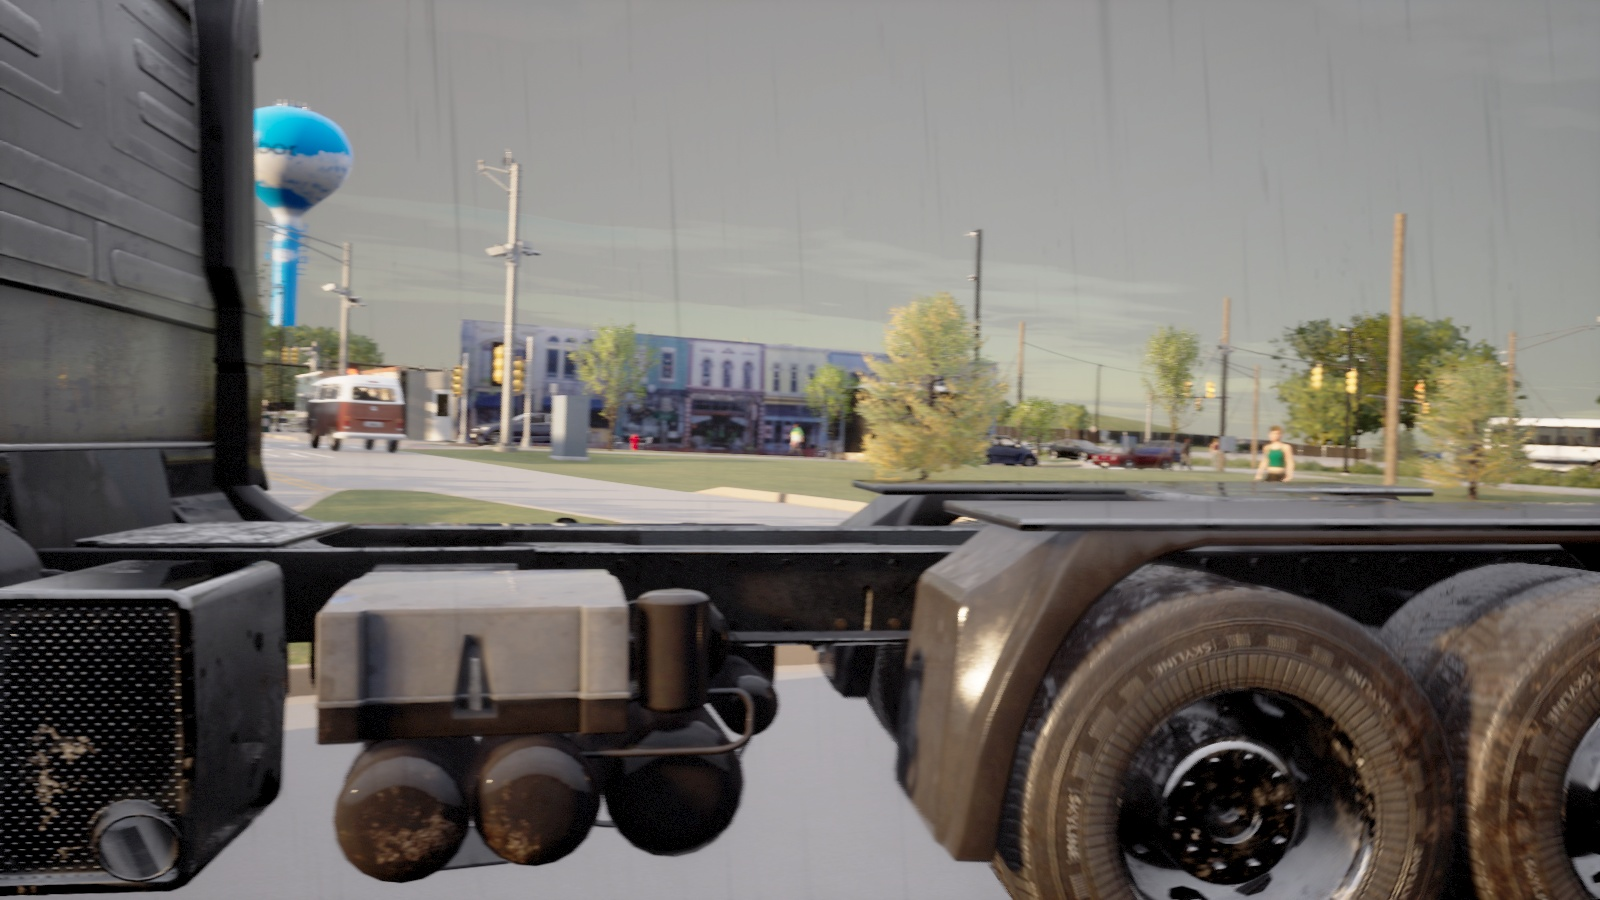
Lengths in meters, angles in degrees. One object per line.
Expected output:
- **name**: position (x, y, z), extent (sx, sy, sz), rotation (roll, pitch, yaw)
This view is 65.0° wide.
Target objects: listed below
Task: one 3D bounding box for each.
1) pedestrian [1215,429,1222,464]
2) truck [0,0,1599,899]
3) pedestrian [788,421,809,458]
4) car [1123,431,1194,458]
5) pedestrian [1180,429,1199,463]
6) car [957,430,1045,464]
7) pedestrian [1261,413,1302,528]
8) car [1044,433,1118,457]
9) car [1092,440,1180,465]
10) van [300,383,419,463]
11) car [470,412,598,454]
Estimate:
- **pedestrian**: position (22.574, -0.191, 67.721), extent (0.345, 1.836, 0.594), rotation (1, 0, 16)
- **truck**: position (-0.481, -0.253, 4.282), extent (7.936, 3.462, 2.891), rotation (-1, 1, -6)
- **pedestrian**: position (-0.083, -0.532, 66.933), extent (0.873, 1.952, 0.659), rotation (1, 0, -28)
- **car**: position (24.730, -0.389, 86.700), extent (2.097, 1.767, 4.553), rotation (1, 1, -28)
- **pedestrian**: position (21.557, -0.213, 69.459), extent (0.563, 1.883, 0.849), rotation (1, 0, -29)
- **car**: position (9.928, -0.137, 61.984), extent (3.988, 1.617, 1.851), rotation (1, 0, -29)
- **pedestrian**: position (7.841, 0.330, 20.449), extent (0.594, 1.836, 0.345), rotation (1, 0, -37)
- **car**: position (18.608, -0.338, 83.304), extent (2.163, 1.488, 4.792), rotation (1, 1, -28)
- **car**: position (17.860, 0.123, 66.652), extent (4.718, 1.301, 1.895), rotation (0, 0, -35)
- **van**: position (-12.189, -0.735, 34.581), extent (2.069, 2.038, 4.480), rotation (1, 1, -33)
- **car**: position (-11.547, -0.713, 54.554), extent (5.027, 1.651, 2.152), rotation (1, 0, -29)
